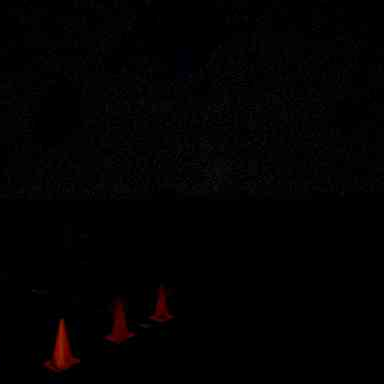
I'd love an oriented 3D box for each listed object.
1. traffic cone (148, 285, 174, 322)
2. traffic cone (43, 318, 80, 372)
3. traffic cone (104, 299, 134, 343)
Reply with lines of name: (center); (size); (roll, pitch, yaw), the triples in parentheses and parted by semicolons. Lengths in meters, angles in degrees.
traffic cone: (-0.559, 1.979, 6.031); (0.340, 0.580, 0.340); (0, 0, 36)
traffic cone: (-1.723, 1.973, 4.408); (0.340, 0.580, 0.340); (0, 0, 36)
traffic cone: (-1.140, 1.977, 5.220); (0.340, 0.580, 0.340); (0, 0, 36)
